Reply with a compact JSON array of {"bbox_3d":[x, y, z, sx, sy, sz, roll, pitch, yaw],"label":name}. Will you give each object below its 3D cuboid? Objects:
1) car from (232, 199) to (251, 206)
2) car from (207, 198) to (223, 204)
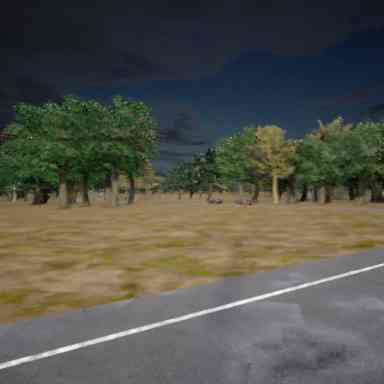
[{"bbox_3d":[10.146,2.057,67.907,1.994,1.385,4.181,2,-2,-34],"label":"car"},{"bbox_3d":[5.184,2.058,75.109,1.994,1.385,4.181,2,-2,-34],"label":"car"}]
